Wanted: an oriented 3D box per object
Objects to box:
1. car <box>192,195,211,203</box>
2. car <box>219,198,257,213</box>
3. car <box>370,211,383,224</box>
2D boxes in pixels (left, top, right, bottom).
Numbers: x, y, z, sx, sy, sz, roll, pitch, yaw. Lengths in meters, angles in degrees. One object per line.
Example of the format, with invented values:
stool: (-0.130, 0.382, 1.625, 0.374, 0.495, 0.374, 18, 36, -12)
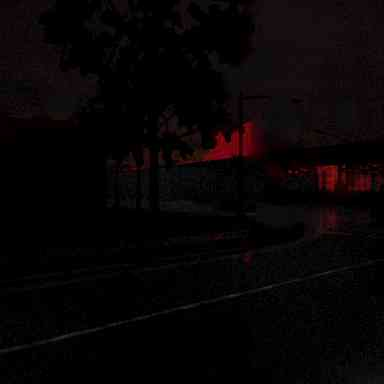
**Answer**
car: (1.903, 1.352, 67.392, 2.097, 1.767, 4.553, 0, 0, -34)
car: (5.120, 1.477, 37.236, 1.882, 1.535, 5.008, 0, 0, -34)
car: (14.940, 1.599, 22.636, 1.895, 1.301, 4.718, 0, 0, -34)
